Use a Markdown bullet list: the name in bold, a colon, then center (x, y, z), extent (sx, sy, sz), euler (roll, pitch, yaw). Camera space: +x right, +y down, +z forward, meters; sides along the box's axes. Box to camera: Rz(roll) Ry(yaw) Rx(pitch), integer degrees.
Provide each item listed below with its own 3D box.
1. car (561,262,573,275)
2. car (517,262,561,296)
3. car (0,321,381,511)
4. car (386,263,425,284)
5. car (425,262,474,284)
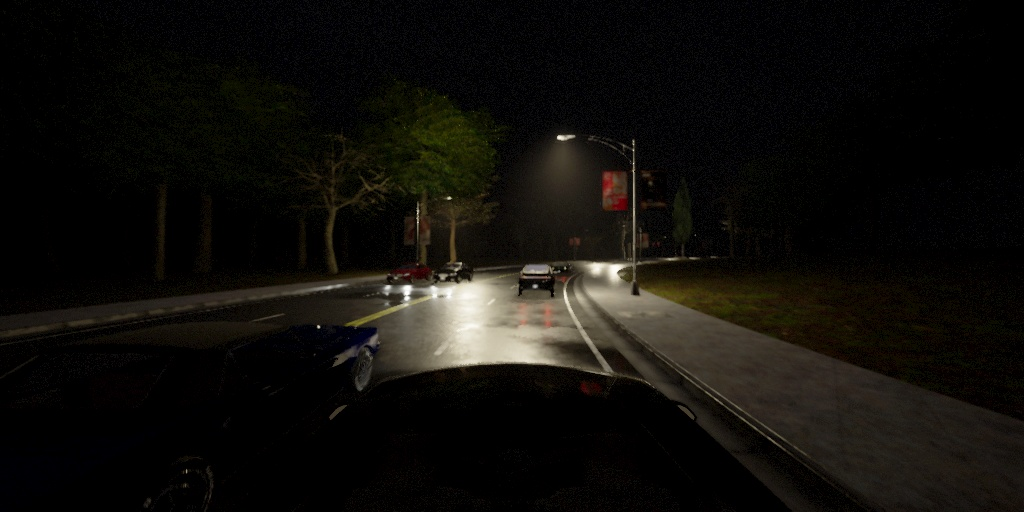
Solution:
- **car**: center (5.355, 1.272, 38.401), extent (1.895, 1.301, 4.718), euler (0, 0, 16)
- **car**: center (1.404, 1.217, 19.295), extent (2.128, 1.511, 4.902), euler (0, 0, 7)
- **car**: center (-3.071, 1.337, 3.709), extent (1.895, 1.301, 4.718), euler (0, 0, 1)
- **car**: center (-7.510, 1.239, 26.730), extent (1.812, 1.442, 4.674), euler (0, 0, 10)
- **car**: center (-4.239, 1.226, 26.579), extent (2.128, 1.511, 4.902), euler (0, 0, 10)
